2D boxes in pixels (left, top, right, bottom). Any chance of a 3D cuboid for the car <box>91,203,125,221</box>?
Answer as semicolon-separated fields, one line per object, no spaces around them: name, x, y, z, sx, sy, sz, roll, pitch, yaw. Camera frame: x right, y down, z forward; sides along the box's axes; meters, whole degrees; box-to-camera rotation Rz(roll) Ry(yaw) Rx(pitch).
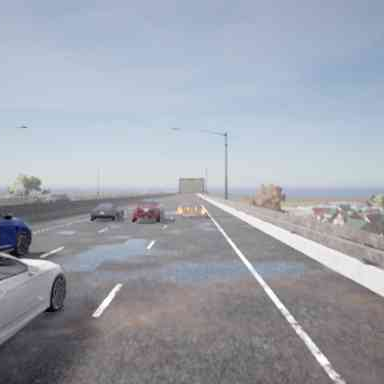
car;-6.904;1.592;27.567;1.994;1.385;4.181;0;0;0

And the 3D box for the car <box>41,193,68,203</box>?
car;-21.058;1.263;52.291;2.150;2.045;5.566;0;0;1

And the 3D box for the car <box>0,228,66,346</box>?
car;-3.400;1.532;4.707;1.812;1.442;4.674;0;0;0

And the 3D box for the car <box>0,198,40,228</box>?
car;-6.902;1.234;9.751;2.150;2.045;5.566;0;0;0

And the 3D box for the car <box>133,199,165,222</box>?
car;-3.404;1.379;26.783;2.097;1.767;4.553;0;0;0

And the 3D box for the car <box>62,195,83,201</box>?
car;-17.567;1.607;50.676;1.994;1.385;4.181;0;0;0

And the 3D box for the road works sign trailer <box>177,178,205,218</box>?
road works sign trailer;-0.004;0.494;30.110;2.380;3.560;2.880;0;0;0
